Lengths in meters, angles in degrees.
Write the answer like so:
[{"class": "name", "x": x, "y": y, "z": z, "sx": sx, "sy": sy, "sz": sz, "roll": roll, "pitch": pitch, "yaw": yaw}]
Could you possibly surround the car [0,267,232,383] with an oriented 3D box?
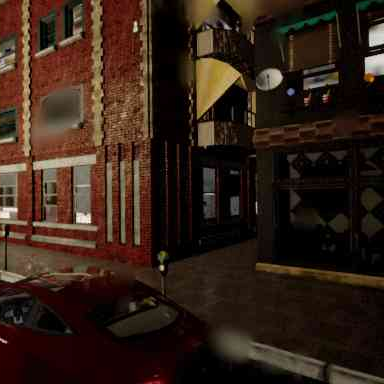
[{"class": "car", "x": -1.551, "y": 1.583, "z": 3.959, "sx": 4.206, "sy": 1.307, "sz": 1.802, "roll": 0, "pitch": -1, "yaw": 36}]
